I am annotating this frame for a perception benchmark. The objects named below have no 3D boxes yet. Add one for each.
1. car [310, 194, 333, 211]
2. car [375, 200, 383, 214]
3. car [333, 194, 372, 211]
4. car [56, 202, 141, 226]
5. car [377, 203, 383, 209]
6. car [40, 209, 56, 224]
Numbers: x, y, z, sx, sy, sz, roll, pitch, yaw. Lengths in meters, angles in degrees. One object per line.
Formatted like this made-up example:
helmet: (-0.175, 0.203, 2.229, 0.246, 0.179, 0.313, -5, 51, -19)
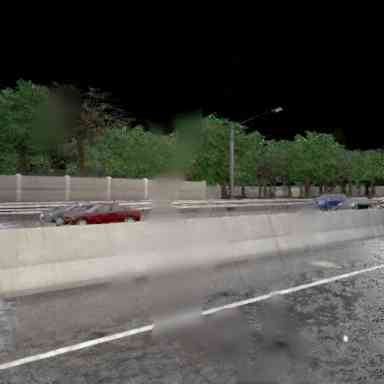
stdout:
car: (17.314, 1.275, 41.914, 5.566, 2.045, 2.150, 0, 0, -35)
car: (22.396, 1.580, 36.927, 4.674, 1.442, 1.812, 0, 0, -35)
car: (19.010, 1.403, 38.827, 4.553, 1.767, 2.097, 0, 0, -35)
car: (-5.733, 1.483, 21.381, 5.008, 1.535, 1.882, 0, 0, -35)
car: (7.636, 1.229, 9.171, 5.566, 2.045, 2.150, 0, 0, -35)
car: (-8.133, 1.496, 23.715, 4.902, 1.511, 2.128, 0, 0, -37)
